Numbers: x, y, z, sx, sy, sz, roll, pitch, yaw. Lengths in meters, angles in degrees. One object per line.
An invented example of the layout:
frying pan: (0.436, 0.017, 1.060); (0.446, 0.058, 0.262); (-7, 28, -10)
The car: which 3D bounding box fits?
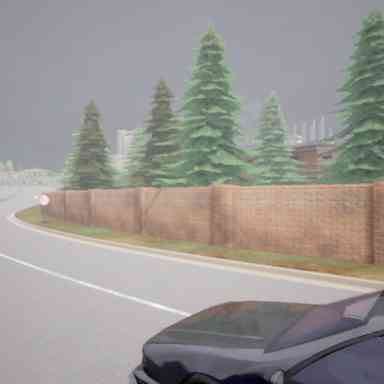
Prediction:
car: (1.983, 1.553, 2.501); (5.357, 1.411, 2.033); (-1, 0, 37)
